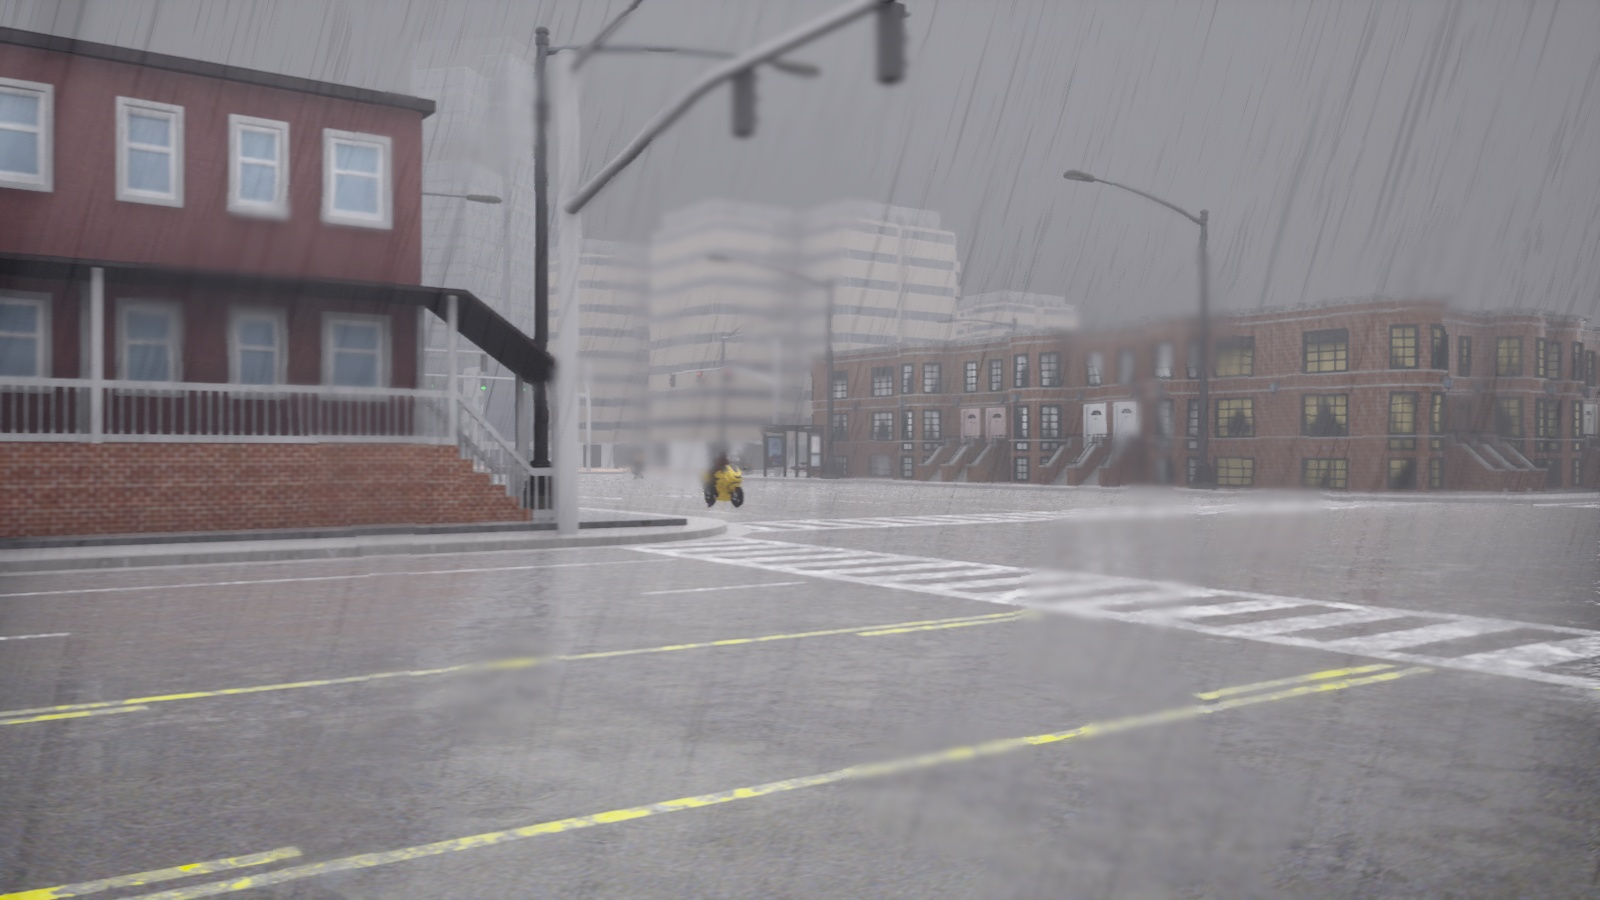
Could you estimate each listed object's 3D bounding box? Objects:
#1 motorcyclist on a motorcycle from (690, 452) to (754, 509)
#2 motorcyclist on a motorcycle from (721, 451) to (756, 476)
[{"bbox_3d":[-2.155,0.816,34.389,0.797,1.523,2.044,0,0,-35],"label":"motorcyclist on a motorcycle"},{"bbox_3d":[-4.198,0.914,85.745,2.350,1.649,0.766,0,0,-35],"label":"motorcyclist on a motorcycle"}]
